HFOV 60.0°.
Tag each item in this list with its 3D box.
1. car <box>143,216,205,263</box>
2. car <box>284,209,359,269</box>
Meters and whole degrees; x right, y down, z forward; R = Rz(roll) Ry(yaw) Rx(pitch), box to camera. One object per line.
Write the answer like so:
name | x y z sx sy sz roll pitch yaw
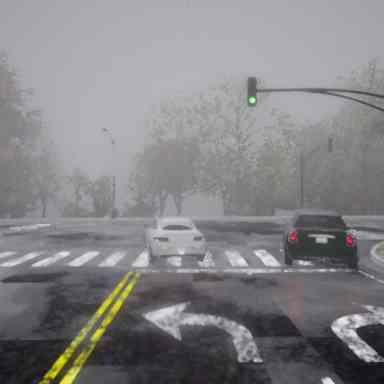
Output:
car | -0.765 1.600 12.351 1.812 1.442 4.674 0 0 -11
car | 4.362 1.375 11.721 2.097 1.767 4.553 1 2 16
